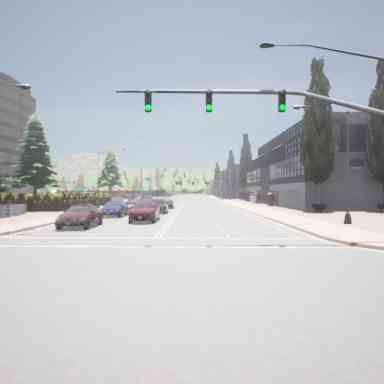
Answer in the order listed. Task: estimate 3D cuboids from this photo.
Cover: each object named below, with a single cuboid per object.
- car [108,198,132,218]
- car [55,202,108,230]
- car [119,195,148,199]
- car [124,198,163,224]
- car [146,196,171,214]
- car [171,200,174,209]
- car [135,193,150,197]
[{"bbox_3d":[-7.023,1.525,30.156,1.812,1.442,4.674,0,0,0],"label":"car"},{"bbox_3d":[-7.047,1.525,21.250,1.812,1.442,4.674,0,0,0],"label":"car"},{"bbox_3d":[-6.991,1.490,40.105,2.128,1.511,4.902,0,0,0],"label":"car"},{"bbox_3d":[-3.536,1.477,25.228,1.882,1.535,5.008,0,0,0],"label":"car"},{"bbox_3d":[-3.510,1.504,34.724,1.837,1.490,4.892,0,0,0],"label":"car"},{"bbox_3d":[-3.466,1.563,44.600,1.994,1.385,4.181,0,0,1],"label":"car"},{"bbox_3d":[-6.942,1.350,49.920,2.097,1.767,4.553,0,0,0],"label":"car"}]
